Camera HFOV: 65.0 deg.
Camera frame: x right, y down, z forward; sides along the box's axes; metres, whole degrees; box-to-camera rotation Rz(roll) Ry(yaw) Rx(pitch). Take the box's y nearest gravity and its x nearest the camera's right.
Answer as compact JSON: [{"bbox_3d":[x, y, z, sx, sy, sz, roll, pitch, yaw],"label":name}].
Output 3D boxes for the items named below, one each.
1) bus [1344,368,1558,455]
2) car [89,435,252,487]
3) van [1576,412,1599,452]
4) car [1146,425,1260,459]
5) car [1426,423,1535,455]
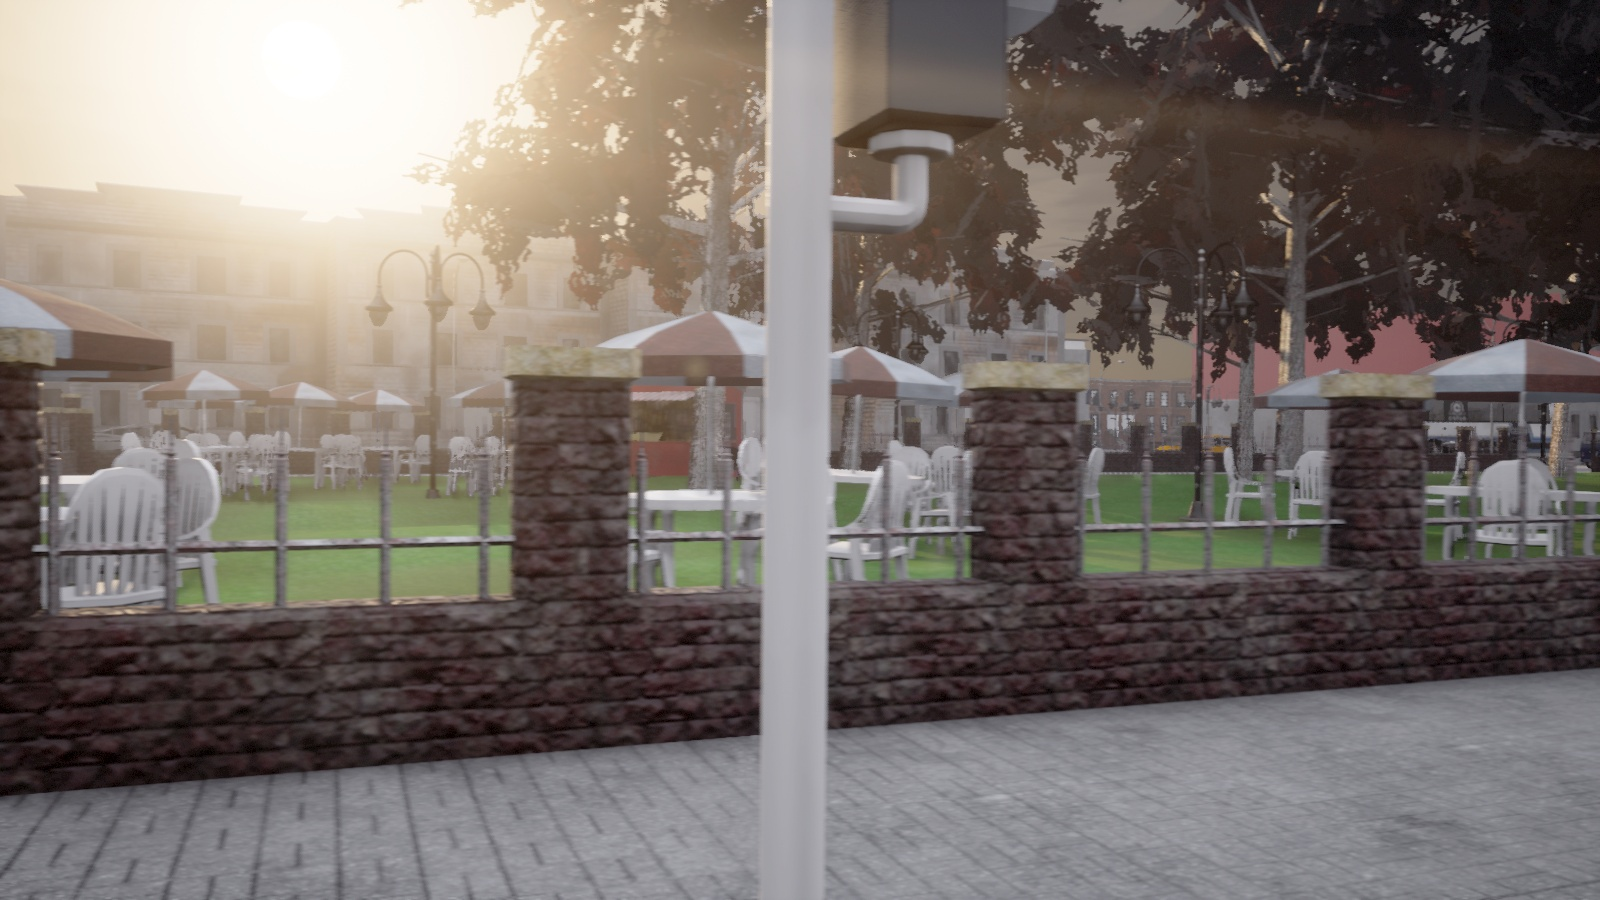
[{"bbox_3d":[33.647,-1.989,64.920,10.273,4.253,3.944,-1,1,-21],"label":"bus"},{"bbox_3d":[-20.126,0.309,40.182,4.514,1.525,2.007,-1,1,-30],"label":"car"},{"bbox_3d":[41.790,-0.927,63.740,4.442,1.987,1.775,-1,1,-21],"label":"van"},{"bbox_3d":[19.065,-0.390,59.412,5.008,1.535,1.882,-1,1,-21],"label":"car"},{"bbox_3d":[32.672,-0.523,60.291,4.892,1.490,1.837,-1,1,-21],"label":"car"}]
